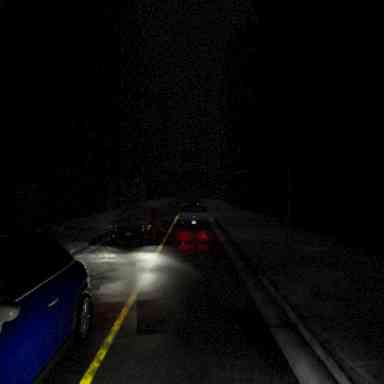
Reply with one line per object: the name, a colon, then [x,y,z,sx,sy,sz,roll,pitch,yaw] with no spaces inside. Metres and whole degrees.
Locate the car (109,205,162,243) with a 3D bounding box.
car: [-2.538,1.411,15.917,1.882,1.535,5.008,0,0,0]

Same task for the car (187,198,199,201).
car: [0.117,1.438,42.591,1.895,1.301,4.718,0,0,0]

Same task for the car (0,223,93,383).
car: [-2.599,1.338,3.315,2.097,1.767,4.553,0,0,0]

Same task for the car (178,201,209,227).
car: [0.102,1.511,21.963,1.895,1.301,4.718,0,0,0]
